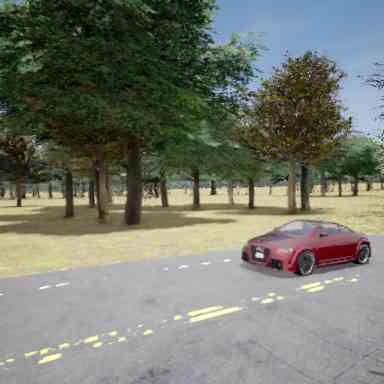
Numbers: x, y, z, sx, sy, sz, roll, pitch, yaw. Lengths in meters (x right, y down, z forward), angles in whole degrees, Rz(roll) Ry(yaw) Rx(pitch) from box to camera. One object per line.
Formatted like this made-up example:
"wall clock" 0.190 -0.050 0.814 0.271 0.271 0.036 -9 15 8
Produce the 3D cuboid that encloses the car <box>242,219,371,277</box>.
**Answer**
"car" 3.570 1.557 10.238 4.181 1.385 1.994 0 0 -31
